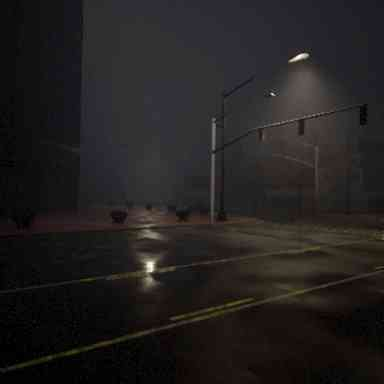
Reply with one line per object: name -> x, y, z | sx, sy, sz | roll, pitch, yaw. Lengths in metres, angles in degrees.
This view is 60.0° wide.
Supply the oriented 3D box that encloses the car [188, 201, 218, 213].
car -> 1.334, 1.860, 41.563 | 1.994, 1.385, 4.181 | 2, -1, -35
